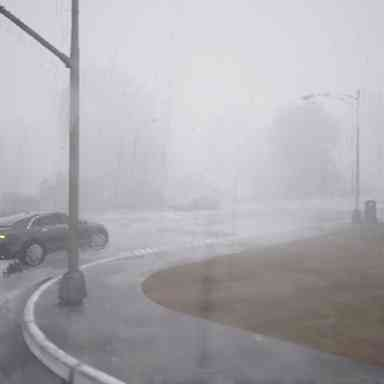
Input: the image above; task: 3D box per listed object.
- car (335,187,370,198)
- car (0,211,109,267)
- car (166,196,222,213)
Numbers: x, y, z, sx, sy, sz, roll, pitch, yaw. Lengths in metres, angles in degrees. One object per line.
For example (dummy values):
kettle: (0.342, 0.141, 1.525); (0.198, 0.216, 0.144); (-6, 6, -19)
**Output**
car: (20.657, -0.019, 42.847); (4.718, 1.301, 1.895); (-3, 2, -26)
car: (-4.841, 1.414, 11.256); (1.837, 1.490, 4.892); (-3, -1, 23)
car: (0.312, 1.073, 30.250); (5.357, 1.411, 2.033); (-2, 2, -37)
